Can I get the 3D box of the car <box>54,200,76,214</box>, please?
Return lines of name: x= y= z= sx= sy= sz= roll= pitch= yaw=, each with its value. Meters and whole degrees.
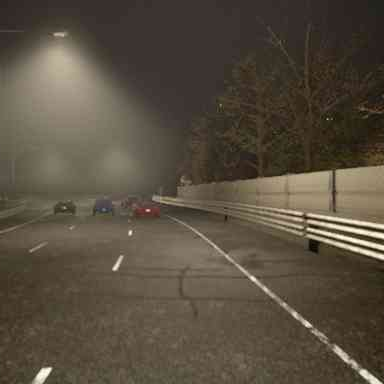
car: x=-12.674 y=1.446 z=33.300 sx=1.994 sy=1.385 sz=4.181 roll=0 pitch=0 yaw=-18

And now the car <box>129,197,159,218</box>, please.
car: x=-4.027 y=1.420 z=28.533 sx=1.994 sy=1.385 sz=4.181 roll=0 pitch=0 yaw=-15

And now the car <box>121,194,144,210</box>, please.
car: x=-7.322 y=1.286 z=40.411 sx=1.882 sy=1.535 sz=5.008 roll=0 pitch=0 yaw=-15

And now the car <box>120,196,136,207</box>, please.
car: x=-9.064 y=1.328 z=46.975 sx=2.033 sy=1.411 sz=5.357 roll=0 pitch=0 yaw=-12

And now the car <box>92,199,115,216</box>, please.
car: x=-8.282 y=1.346 z=31.130 sx=1.882 sy=1.535 sz=5.008 roll=0 pitch=0 yaw=-16
